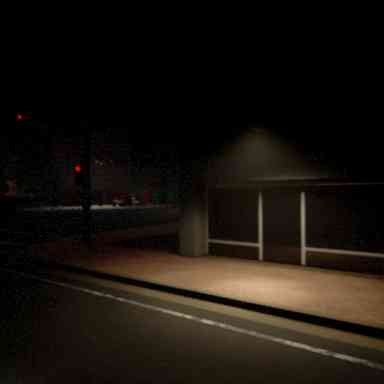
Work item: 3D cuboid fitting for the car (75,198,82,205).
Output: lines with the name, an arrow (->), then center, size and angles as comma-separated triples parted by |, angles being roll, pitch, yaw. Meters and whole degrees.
car -> -24.389, 1.906, 68.523 | 3.905, 1.438, 1.784 | -1, 0, 35

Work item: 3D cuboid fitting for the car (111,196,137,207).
car -> -11.810, 1.539, 56.087 | 3.866, 1.878, 1.905 | -1, 0, 35

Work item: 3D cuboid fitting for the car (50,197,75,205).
car -> -26.117, 1.696, 66.198 | 4.605, 1.855, 1.932 | -1, 0, 35

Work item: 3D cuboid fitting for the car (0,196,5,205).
car -> -41.615, 1.834, 70.376 | 4.605, 1.855, 1.932 | -1, 0, 35

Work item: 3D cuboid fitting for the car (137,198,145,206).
car -> -10.125, 1.779, 58.441 | 3.806, 1.475, 1.970 | -1, 0, 35

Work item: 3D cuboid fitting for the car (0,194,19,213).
car -> -23.125, 1.539, 40.053 | 3.866, 1.878, 1.905 | -1, 0, 35
